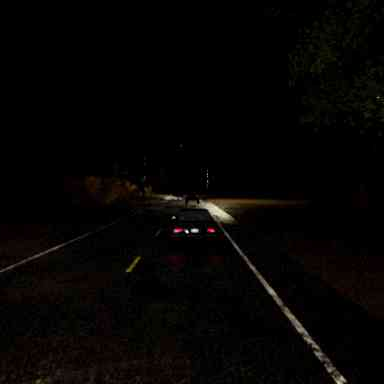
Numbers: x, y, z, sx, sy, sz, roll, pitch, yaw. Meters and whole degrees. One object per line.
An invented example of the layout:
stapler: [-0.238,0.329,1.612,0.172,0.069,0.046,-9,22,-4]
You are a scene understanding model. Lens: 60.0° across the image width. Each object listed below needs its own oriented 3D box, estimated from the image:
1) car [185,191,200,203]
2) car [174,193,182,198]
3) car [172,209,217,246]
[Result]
car: [0.077,0.790,55.352,2.150,2.045,5.566,0,0,0]
car: [-3.534,0.841,85.454,2.033,1.411,5.357,0,1,0]
car: [0.094,1.443,14.692,2.033,1.411,5.357,0,0,0]
